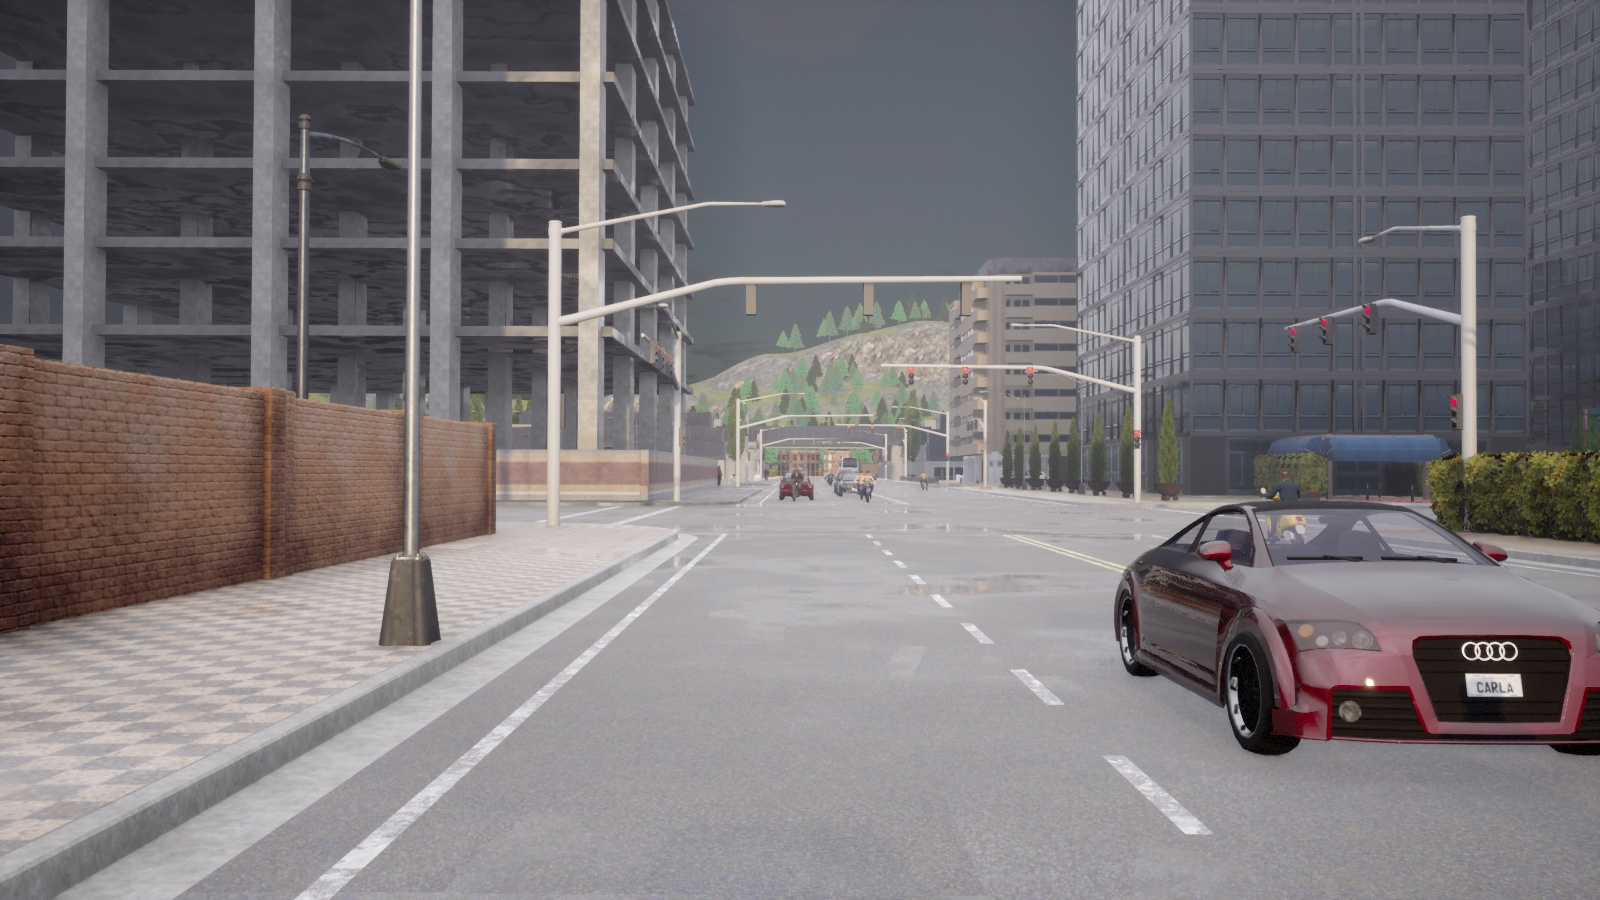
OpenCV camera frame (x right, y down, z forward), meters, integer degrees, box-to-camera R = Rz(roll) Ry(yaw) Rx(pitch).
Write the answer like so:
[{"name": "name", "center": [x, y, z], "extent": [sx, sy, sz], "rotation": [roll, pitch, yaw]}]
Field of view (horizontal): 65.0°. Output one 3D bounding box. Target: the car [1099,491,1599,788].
[{"name": "car", "center": [3.480, 1.004, 8.286], "extent": [1.994, 1.385, 4.181], "rotation": [0, -1, 0]}]

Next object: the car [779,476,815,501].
[{"name": "car", "center": [-0.161, 2.050, 67.696], "extent": [1.895, 1.301, 4.718], "rotation": [0, -1, 0]}]

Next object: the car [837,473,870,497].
[{"name": "car", "center": [3.316, 2.139, 78.350], "extent": [1.812, 1.442, 4.674], "rotation": [0, -1, 0]}]
